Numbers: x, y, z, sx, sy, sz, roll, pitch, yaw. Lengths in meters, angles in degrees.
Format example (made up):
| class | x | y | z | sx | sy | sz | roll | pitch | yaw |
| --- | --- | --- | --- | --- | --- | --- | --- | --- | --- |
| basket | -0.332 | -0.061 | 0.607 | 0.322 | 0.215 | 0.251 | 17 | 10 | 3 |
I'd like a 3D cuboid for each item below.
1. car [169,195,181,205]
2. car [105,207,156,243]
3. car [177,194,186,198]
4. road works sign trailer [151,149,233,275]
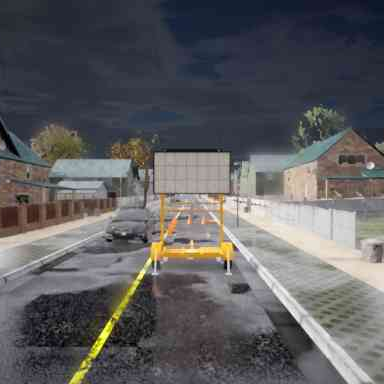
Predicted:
| class | x | y | z | sx | sy | sz | roll | pitch | yaw |
| --- | --- | --- | --- | --- | --- | --- | --- | --- | --- |
| car | -2.842 | 1.599 | 57.179 | 1.895 | 1.301 | 4.718 | 0 | 0 | 0 |
| car | -2.852 | 1.509 | 16.292 | 1.837 | 1.490 | 4.892 | 0 | 0 | 0 |
| car | -2.759 | 1.105 | 90.413 | 2.150 | 2.045 | 5.566 | 0 | 0 | 0 |
| road works sign trailer | -0.001 | 0.467 | 10.427 | 2.380 | 3.560 | 2.880 | 0 | 0 | 0 |
